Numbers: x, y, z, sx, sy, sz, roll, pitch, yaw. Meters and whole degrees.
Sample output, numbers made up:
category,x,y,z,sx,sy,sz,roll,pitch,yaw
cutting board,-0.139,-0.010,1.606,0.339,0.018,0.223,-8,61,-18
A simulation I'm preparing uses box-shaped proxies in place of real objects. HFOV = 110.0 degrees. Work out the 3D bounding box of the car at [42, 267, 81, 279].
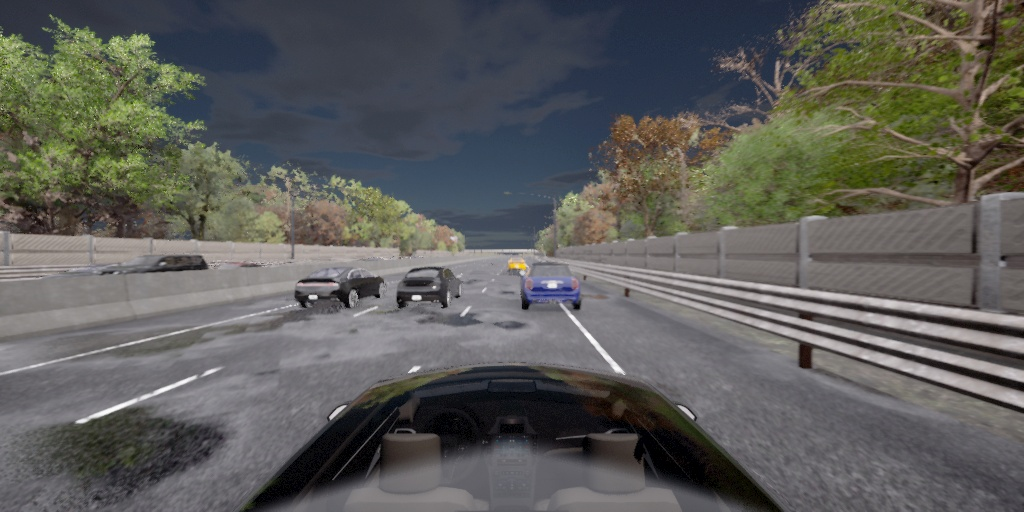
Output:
category,x,y,z,sx,sy,sz,roll,pitch,yaw
car,-24.349,1.211,21.263,2.128,1.511,4.902,0,0,1

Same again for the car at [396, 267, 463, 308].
category,x,y,z,sx,sy,sz,roll,pitch,yaw
car,-3.234,1.168,14.697,1.837,1.490,4.892,0,0,1

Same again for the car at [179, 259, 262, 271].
category,x,y,z,sx,sy,sz,roll,pitch,yaw
car,-17.338,1.154,22.341,1.882,1.535,5.008,0,0,1

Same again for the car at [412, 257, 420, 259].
category,x,y,z,sx,sy,sz,roll,pitch,yaw
car,-16.797,0.880,62.711,2.128,1.511,4.902,0,0,1

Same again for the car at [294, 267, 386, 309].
category,x,y,z,sx,sy,sz,roll,pitch,yaw
car,-6.735,1.173,14.614,2.128,1.511,4.902,0,0,1

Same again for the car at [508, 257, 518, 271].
category,x,y,z,sx,sy,sz,roll,pitch,yaw
car,0.541,0.925,41.072,1.882,1.535,5.008,0,0,1

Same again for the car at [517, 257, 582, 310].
category,x,y,z,sx,sy,sz,roll,pitch,yaw
car,1.385,0.995,14.260,2.097,1.767,4.553,0,0,1

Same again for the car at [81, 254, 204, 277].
category,x,y,z,sx,sy,sz,roll,pitch,yaw
car,-20.854,0.924,21.148,2.150,2.045,5.566,0,1,1
